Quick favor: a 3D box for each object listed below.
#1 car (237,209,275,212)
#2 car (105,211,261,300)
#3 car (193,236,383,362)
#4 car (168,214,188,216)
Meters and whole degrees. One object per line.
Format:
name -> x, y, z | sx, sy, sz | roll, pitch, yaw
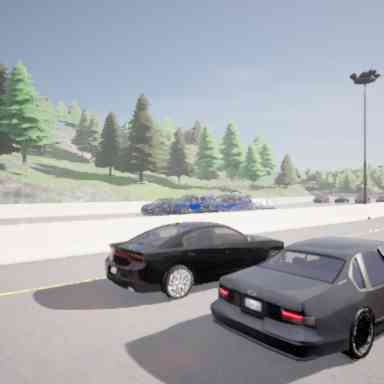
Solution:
car -> 4.239, 1.538, 25.329 | 5.357, 1.411, 2.033 | 0, 0, -40
car -> 0.329, 1.478, 8.508 | 5.008, 1.535, 1.882 | 0, 0, -37
car -> 2.810, 1.540, 5.953 | 5.357, 1.411, 2.033 | 0, 0, -37
car -> 0.000, 1.229, 31.011 | 5.566, 2.045, 2.150 | 0, 0, -41
